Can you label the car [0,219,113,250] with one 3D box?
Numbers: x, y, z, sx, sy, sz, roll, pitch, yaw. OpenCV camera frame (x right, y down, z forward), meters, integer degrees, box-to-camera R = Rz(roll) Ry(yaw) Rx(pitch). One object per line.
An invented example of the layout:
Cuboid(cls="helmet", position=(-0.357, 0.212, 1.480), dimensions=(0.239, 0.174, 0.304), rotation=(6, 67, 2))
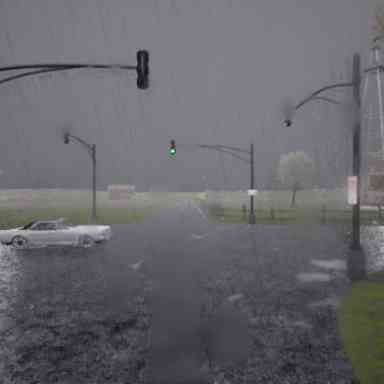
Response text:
Cuboid(cls="car", position=(-6.145, 1.892, 15.390), dimensions=(4.718, 1.301, 1.895), rotation=(-1, 0, 0))
